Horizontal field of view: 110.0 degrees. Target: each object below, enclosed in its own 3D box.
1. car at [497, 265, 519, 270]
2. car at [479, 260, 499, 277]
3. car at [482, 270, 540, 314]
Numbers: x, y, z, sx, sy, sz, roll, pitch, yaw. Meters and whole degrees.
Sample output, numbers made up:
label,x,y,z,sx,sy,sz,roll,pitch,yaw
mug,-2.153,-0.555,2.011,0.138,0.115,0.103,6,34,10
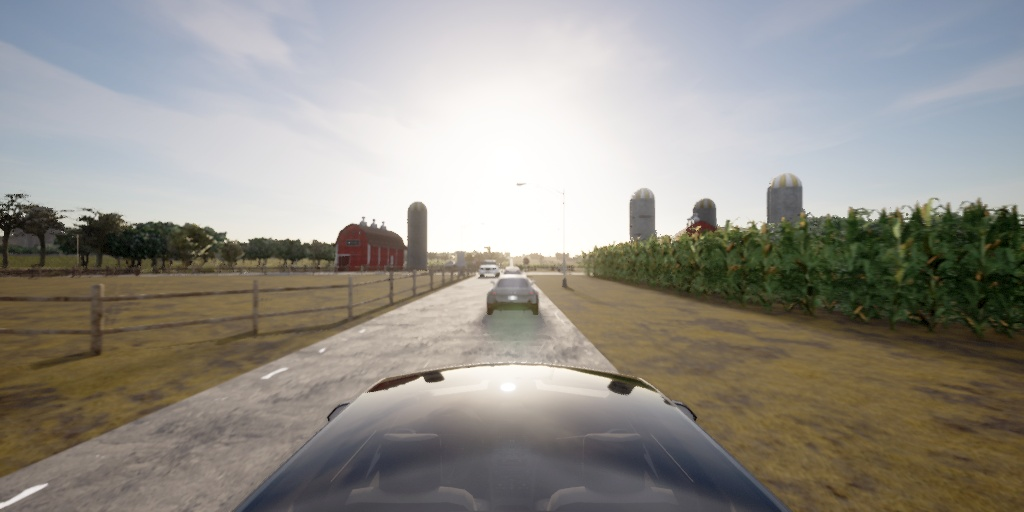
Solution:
label,x,y,z,sx,sy,sz,roll,pitch,yaw
car,0.047,1.636,29.345,1.994,1.385,4.181,0,-1,1
car,-2.780,1.541,44.311,2.150,2.045,5.566,0,-1,1
car,0.048,1.450,14.515,1.994,1.385,4.181,0,-1,1
